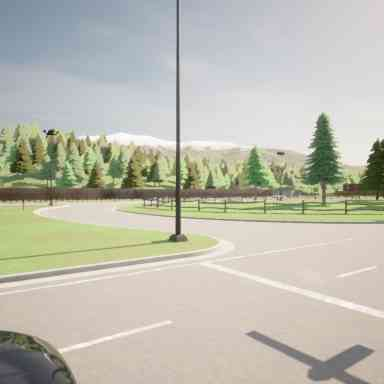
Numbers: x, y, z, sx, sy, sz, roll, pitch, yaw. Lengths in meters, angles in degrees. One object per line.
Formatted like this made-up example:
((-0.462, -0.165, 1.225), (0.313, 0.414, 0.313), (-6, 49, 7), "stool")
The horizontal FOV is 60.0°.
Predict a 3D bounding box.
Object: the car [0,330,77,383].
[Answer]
((-3.052, 1.505, 1.568), (4.892, 1.490, 1.837), (0, 0, -35), "car")
